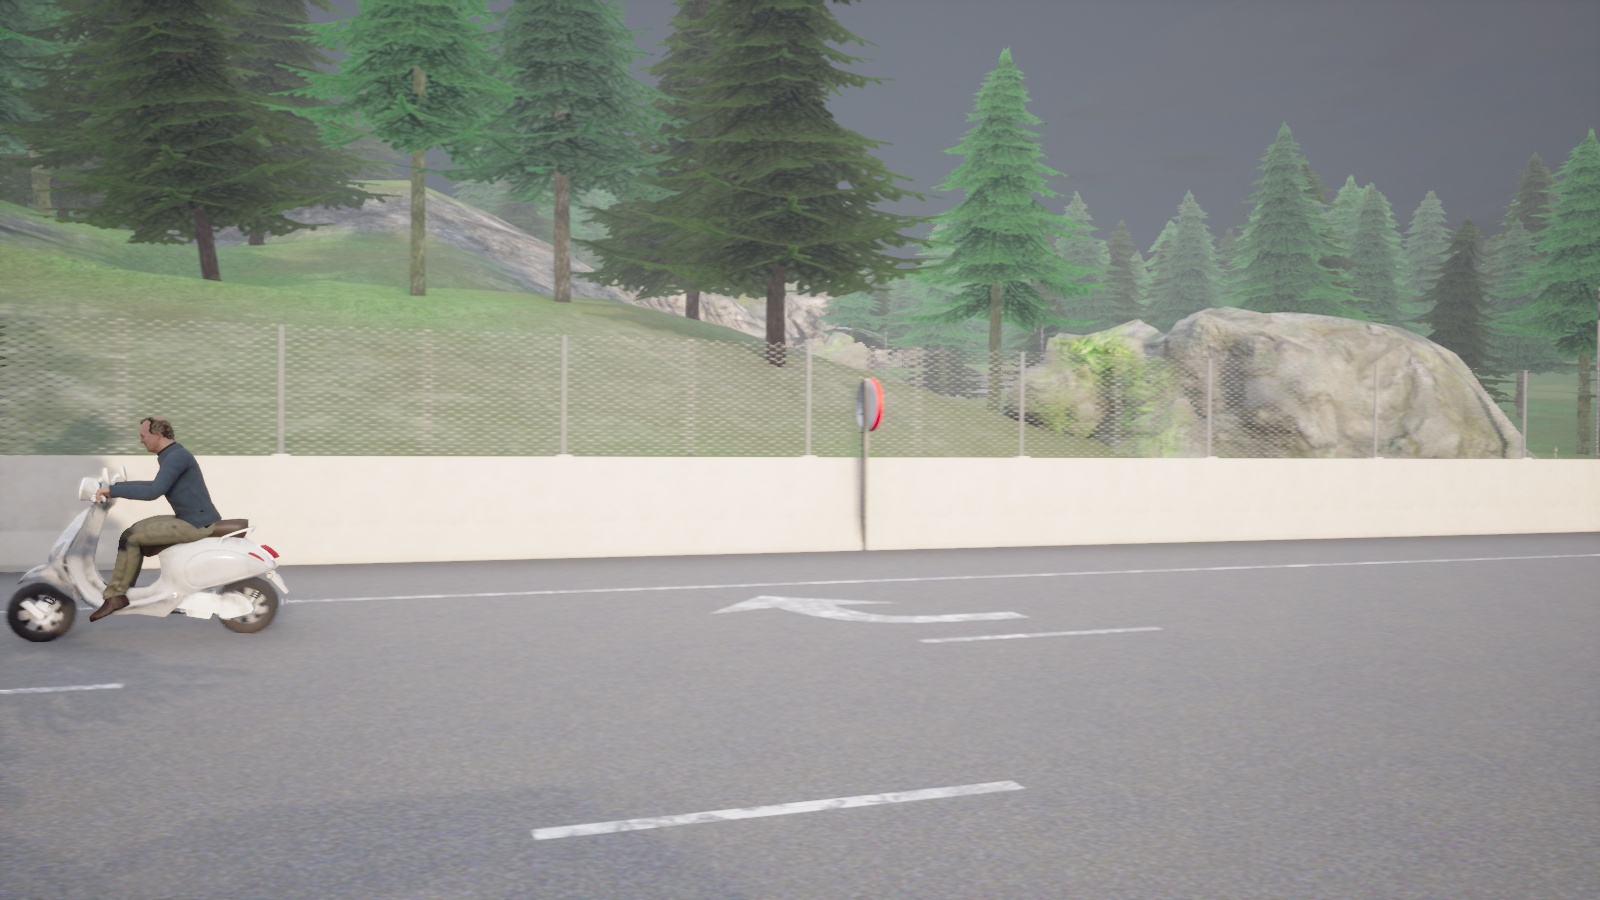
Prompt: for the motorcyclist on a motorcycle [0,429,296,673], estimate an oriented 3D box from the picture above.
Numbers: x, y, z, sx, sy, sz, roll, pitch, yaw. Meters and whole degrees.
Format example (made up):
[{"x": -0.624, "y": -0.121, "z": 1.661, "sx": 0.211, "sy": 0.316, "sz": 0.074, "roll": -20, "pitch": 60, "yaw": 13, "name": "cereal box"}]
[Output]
[{"x": -4.603, "y": 0.655, "z": 8.978, "sx": 1.817, "sy": 1.590, "sz": 0.866, "roll": -1, "pitch": 1, "yaw": -21, "name": "motorcyclist on a motorcycle"}]
